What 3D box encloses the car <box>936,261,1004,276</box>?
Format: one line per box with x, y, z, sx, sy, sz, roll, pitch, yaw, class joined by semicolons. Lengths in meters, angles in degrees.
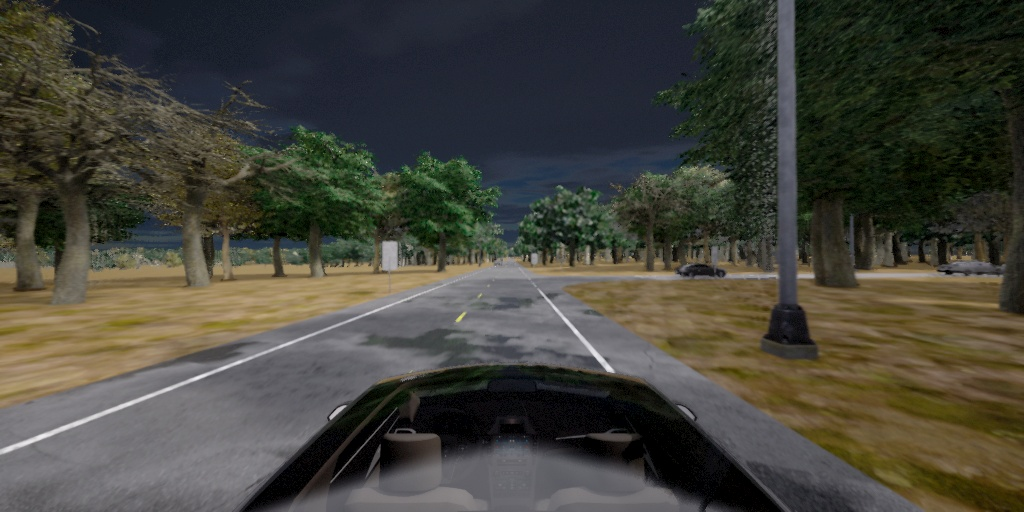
44.624;1.193;34.705;5.357;1.411;2.033;0;0;1;car

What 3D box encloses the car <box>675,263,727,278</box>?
18.431;1.406;35.118;4.674;1.442;1.812;-1;0;1;car
